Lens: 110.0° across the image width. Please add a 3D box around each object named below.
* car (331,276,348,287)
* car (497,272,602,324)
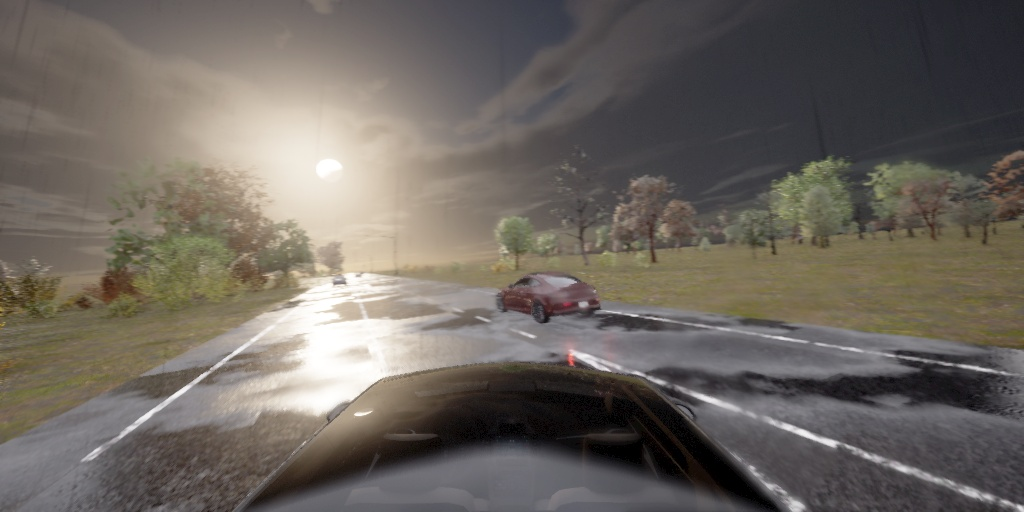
[{"bbox_3d":[-23.853,3.482,49.665,1.812,1.442,4.674,-5,0,-24],"label":"car"},{"bbox_3d":[1.020,1.246,11.874,1.812,1.442,4.674,-5,0,-24],"label":"car"}]
